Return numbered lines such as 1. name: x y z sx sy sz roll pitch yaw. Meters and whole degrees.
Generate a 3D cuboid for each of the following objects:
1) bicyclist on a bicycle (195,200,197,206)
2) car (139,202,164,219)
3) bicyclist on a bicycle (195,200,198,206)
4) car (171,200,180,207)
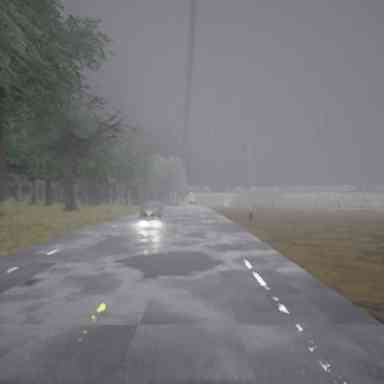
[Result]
1. bicyclist on a bicycle: 0.968 2.974 88.736 0.582 1.620 1.656 0 -2 0
2. car: -3.595 1.655 30.426 2.128 1.511 4.902 0 -1 0
3. bicyclist on a bicycle: 0.962 2.670 79.731 0.866 1.612 1.509 0 -2 0
4. car: -3.497 2.448 70.847 2.033 1.411 5.357 0 -1 0
